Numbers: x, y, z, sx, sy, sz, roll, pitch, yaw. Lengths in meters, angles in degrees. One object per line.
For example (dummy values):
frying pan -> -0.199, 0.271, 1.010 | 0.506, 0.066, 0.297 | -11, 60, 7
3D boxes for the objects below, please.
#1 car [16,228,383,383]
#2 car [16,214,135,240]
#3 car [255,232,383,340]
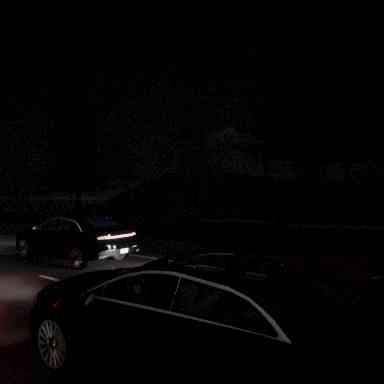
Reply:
car -> -0.021, 1.490, 4.002 | 4.902, 1.511, 2.128 | 0, 0, 35
car -> -3.925, 1.478, 11.001 | 4.902, 1.511, 2.128 | 0, 0, 36
car -> 3.656, 1.601, 5.683 | 4.718, 1.301, 1.895 | 0, 0, 36
